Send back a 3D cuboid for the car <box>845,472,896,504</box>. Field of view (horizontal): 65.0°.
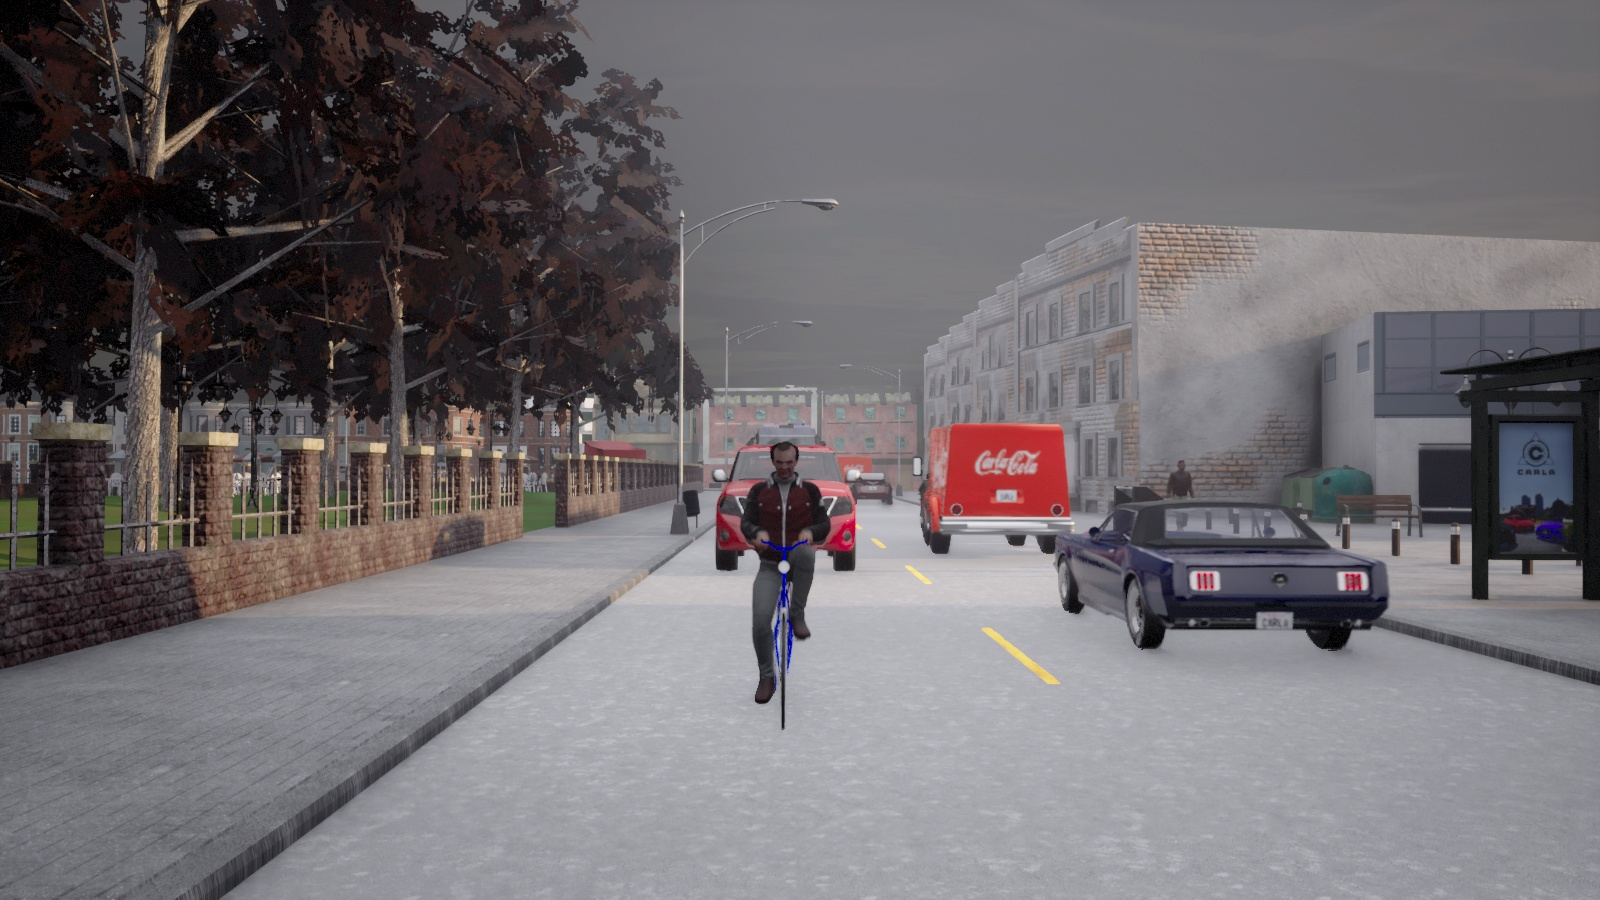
[{"bbox_3d":[3.360,1.816,60.600,2.163,1.488,4.792,0,-1,-1],"label":"car"}]

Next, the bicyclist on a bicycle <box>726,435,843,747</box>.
[{"bbox_3d":[-0.096,0.821,8.093,0.659,1.776,1.843,0,-1,-1],"label":"bicyclist on a bicycle"}]

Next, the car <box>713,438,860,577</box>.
[{"bbox_3d":[-0.228,0.891,21.274,2.150,2.045,5.566,0,-1,-1],"label":"car"}]

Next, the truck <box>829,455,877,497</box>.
[{"bbox_3d":[3.178,1.602,76.818,2.627,2.467,5.204,0,-1,-1],"label":"truck"}]

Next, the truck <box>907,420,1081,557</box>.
[{"bbox_3d":[3.732,0.737,25.327,2.627,2.467,5.204,0,-1,-1],"label":"truck"}]

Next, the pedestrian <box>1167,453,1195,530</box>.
[{"bbox_3d":[9.217,0.996,30.393,0.431,1.840,0.703,0,-1,0],"label":"pedestrian"}]

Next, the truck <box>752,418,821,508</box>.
[{"bbox_3d":[-0.612,0.616,57.521,2.891,3.827,8.468,0,-1,-1],"label":"truck"}]

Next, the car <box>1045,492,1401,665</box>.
[{"bbox_3d":[3.860,1.108,12.459,1.895,1.301,4.718,0,-1,-1],"label":"car"}]
